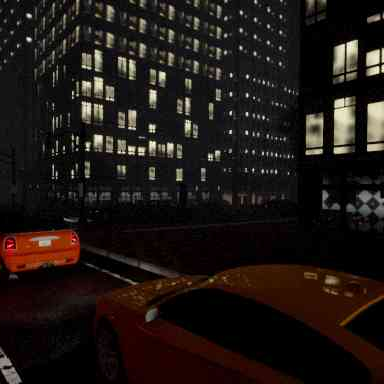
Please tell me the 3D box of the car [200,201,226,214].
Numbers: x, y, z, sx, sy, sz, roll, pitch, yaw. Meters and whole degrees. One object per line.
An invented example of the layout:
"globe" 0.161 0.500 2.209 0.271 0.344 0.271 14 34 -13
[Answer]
"car" 1.375 1.744 37.071 5.357 1.411 2.033 1 1 -39

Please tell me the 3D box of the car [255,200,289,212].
"car" 10.870 1.806 44.808 4.892 1.490 1.837 1 1 -39

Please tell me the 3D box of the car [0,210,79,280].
"car" -5.193 1.347 10.272 2.097 1.767 4.553 0 0 -40

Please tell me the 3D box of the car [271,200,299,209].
"car" 14.305 1.881 50.982 4.313 1.339 1.947 1 0 -39

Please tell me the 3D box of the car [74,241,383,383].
"car" 0.755 1.476 3.238 1.882 1.535 5.008 0 0 -40

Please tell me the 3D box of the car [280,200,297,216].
"car" 10.878 1.936 37.364 4.206 1.307 1.802 1 0 -39

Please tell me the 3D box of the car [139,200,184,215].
"car" -3.293 1.647 36.608 4.829 1.417 1.752 1 0 -39

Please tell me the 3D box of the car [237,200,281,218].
"car" 6.642 1.832 33.902 4.829 1.417 1.752 1 0 -39

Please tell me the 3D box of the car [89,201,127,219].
"car" -6.868 1.610 30.382 4.892 1.490 1.837 1 0 -38

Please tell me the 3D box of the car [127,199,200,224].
"car" -2.223 1.523 26.659 5.009 1.841 2.192 1 0 -39
